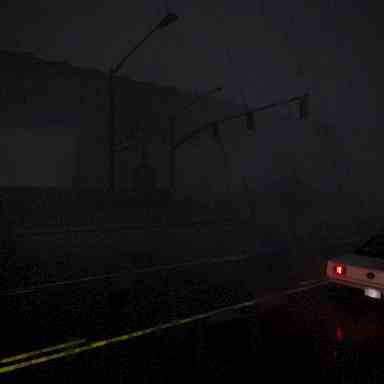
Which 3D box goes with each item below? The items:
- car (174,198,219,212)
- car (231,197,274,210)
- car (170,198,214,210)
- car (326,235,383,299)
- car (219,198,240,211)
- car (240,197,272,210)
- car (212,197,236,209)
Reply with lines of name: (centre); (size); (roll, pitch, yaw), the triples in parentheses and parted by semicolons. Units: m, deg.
car: (0.107, 1.452, 36.418); (4.974, 1.542, 2.038); (0, 0, 8)
car: (7.762, 1.451, 42.863); (4.974, 1.542, 2.038); (0, 0, -7)
car: (0.056, 1.294, 36.425); (4.536, 1.218, 1.853); (0, 0, 8)
car: (5.180, 1.600, 7.470); (4.718, 1.301, 1.895); (0, 0, -35)
car: (3.852, 1.452, 39.103); (2.038, 1.542, 4.974); (0, 0, 18)
car: (7.710, 1.294, 42.856); (4.536, 1.218, 1.853); (0, 0, -7)
car: (3.868, 1.294, 39.152); (1.853, 1.218, 4.536); (0, 0, 18)
